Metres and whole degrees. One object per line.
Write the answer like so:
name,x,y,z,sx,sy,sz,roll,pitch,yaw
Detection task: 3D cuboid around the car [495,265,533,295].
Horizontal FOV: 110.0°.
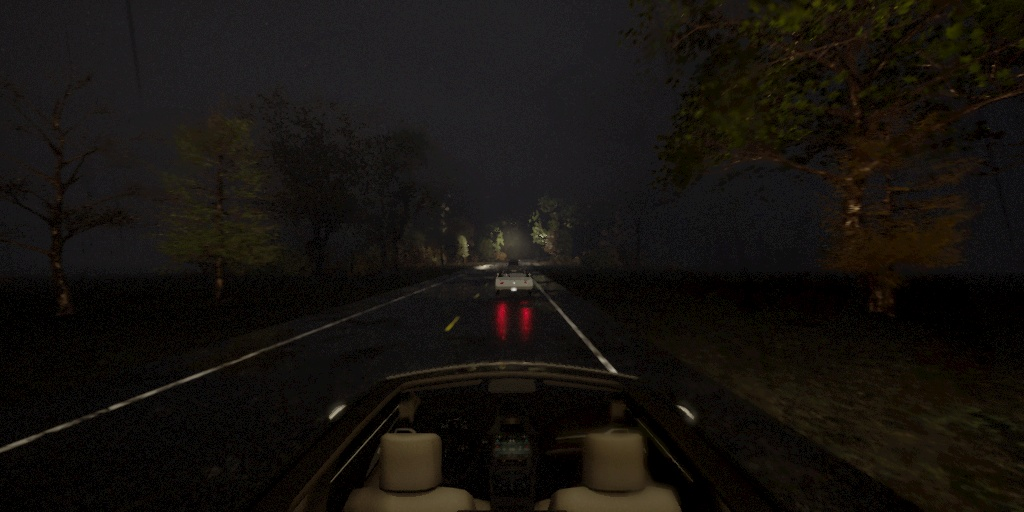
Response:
car,0.095,1.350,19.822,1.895,1.301,4.718,0,0,0
